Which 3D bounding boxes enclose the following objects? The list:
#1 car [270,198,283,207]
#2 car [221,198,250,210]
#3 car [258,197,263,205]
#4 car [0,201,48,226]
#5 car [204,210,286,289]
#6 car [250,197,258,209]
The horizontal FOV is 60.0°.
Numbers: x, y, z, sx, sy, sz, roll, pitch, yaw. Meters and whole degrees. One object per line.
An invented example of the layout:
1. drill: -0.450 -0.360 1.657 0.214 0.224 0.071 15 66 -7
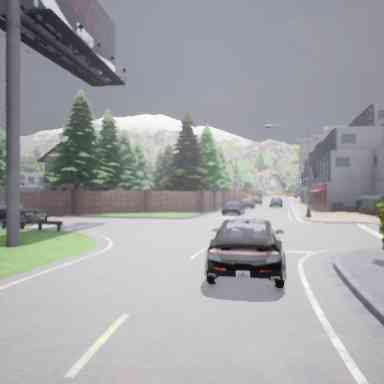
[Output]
1. car: 13.044 1.569 51.359 2.033 1.411 5.357 0 0 16
2. car: 4.277 1.555 33.639 2.033 1.411 5.357 0 0 16
3. car: 11.588 1.582 59.763 1.994 1.385 4.181 0 0 16
4. car: -11.475 1.332 21.117 4.674 1.442 1.812 0 0 15
5. car: 1.533 1.494 9.309 2.128 1.511 4.902 0 0 11
6. car: 7.650 1.538 45.741 1.812 1.442 4.674 0 0 16
